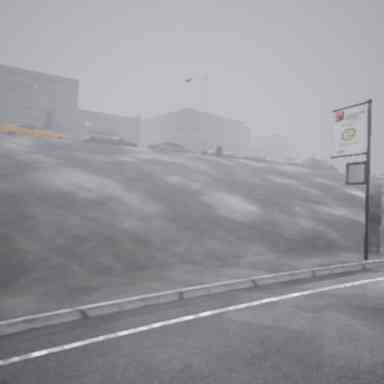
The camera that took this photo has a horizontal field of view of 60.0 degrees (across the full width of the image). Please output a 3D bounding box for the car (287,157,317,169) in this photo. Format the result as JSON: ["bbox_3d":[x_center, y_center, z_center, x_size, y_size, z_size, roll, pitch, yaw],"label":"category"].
[{"bbox_3d":[12.026,-3.143,39.068,4.553,1.767,2.185,3,-1,-36],"label":"car"}]

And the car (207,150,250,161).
[{"bbox_3d":[2.987,-3.377,32.702,4.674,1.452,2.002,2,-1,-33],"label":"car"}]

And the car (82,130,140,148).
[{"bbox_3d":[-6.465,-3.927,26.629,4.553,1.767,2.185,2,-1,-31],"label":"car"}]

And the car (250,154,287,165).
[{"bbox_3d":[7.454,-3.229,35.772,4.892,1.521,2.231,2,-1,-34],"label":"car"}]

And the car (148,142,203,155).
[{"bbox_3d":[-1.624,-3.576,29.675,4.792,1.488,2.163,2,-1,-32],"label":"car"}]

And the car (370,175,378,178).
[{"bbox_3d":[25.099,-2.223,49.345,4.674,1.452,2.002,4,-2,-39],"label":"car"}]

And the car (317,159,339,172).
[{"bbox_3d":[16.516,-3.036,42.432,5.566,2.045,2.435,3,-1,-37],"label":"car"}]

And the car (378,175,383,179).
[{"bbox_3d":[29.309,-1.929,52.938,4.674,1.452,2.002,4,-2,-41],"label":"car"}]

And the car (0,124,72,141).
[{"bbox_3d":[-11.210,-3.992,23.797,5.008,1.535,2.097,2,-1,-30],"label":"car"}]
